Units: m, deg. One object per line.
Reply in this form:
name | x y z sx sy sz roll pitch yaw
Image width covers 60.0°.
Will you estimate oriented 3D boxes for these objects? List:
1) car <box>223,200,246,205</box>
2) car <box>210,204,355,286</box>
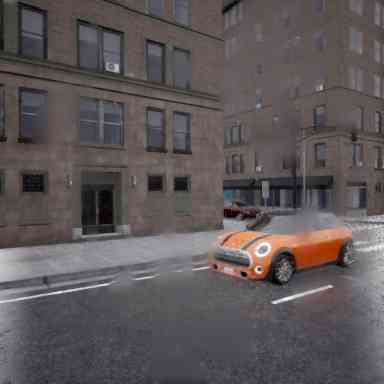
car | 3.361 1.406 26.502 1.882 1.535 5.008 -1 1 -35
car | 2.691 1.350 9.580 4.553 1.767 2.097 0 0 -37
